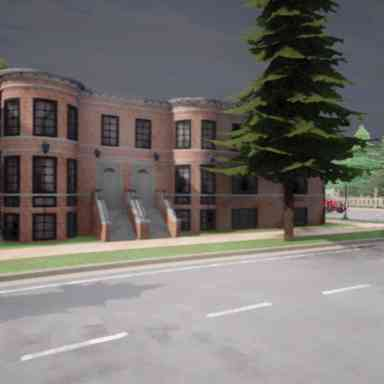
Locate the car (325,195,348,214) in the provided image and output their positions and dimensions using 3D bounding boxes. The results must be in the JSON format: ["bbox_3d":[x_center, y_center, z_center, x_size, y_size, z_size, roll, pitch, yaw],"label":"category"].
[{"bbox_3d":[14.519,1.293,37.125,2.150,2.045,5.566,0,0,-26],"label":"car"}]
